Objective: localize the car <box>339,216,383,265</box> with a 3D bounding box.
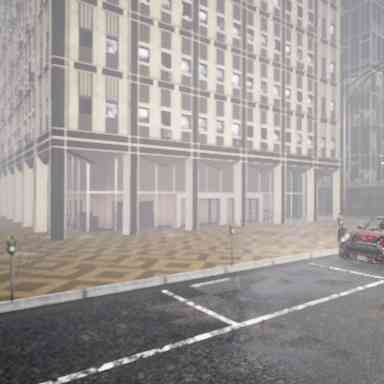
[{"bbox_3d":[6.893,1.548,11.483,4.097,1.590,1.967,1,-1,-36],"label":"car"}]
